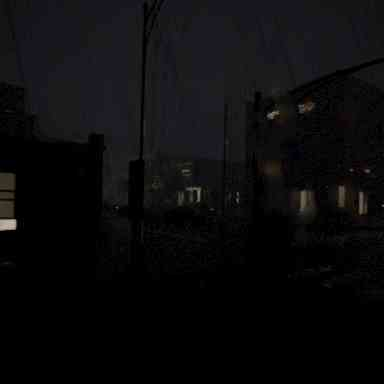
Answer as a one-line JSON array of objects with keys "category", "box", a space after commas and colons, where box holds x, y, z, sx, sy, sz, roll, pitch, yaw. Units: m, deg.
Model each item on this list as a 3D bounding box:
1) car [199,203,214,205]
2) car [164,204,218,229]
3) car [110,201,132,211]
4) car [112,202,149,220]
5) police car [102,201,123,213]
[{"category": "car", "box": [1.003, 1.945, 36.266, 1.967, 1.590, 4.097, 1, -1, -35]}, {"category": "car", "box": [-0.302, 1.726, 23.040, 1.887, 1.381, 4.507, 1, -1, -35]}, {"category": "car", "box": [-11.665, 2.222, 54.318, 1.752, 1.417, 4.829, 1, -1, -35]}, {"category": "car", "box": [-5.453, 1.840, 30.421, 1.802, 1.307, 4.206, 1, -1, -35]}, {"category": "police car", "box": [-11.170, 1.962, 43.558, 2.038, 1.542, 4.974, 2, -2, -35]}]
